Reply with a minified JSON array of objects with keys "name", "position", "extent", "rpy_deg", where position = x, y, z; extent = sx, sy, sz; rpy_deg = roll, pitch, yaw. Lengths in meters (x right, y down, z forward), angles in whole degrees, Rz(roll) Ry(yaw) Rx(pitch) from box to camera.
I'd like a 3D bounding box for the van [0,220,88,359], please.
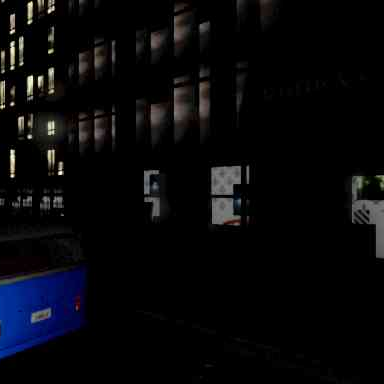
[{"name":"van","position":[-3.431,1.341,5.331],"extent":[3.998,1.788,1.690],"rpy_deg":[0,0,36]}]
